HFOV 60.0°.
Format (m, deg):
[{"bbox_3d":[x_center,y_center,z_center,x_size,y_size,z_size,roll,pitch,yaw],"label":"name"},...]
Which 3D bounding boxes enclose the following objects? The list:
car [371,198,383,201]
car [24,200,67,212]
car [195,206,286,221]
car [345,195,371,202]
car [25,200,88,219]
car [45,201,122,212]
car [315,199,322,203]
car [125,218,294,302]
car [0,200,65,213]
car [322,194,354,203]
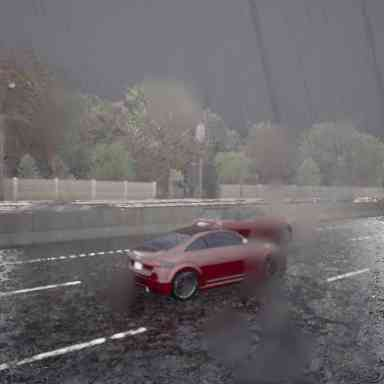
[{"bbox_3d":[26.570,1.594,44.350,5.357,1.411,2.033,0,0,-35],"label":"car"},{"bbox_3d":[-8.617,1.565,23.638,5.357,1.411,2.033,0,0,-35],"label":"car"},{"bbox_3d":[2.171,1.361,13.883,4.553,1.767,2.097,0,0,-35],"label":"car"},{"bbox_3d":[24.173,1.525,46.944,5.008,1.535,1.882,0,0,-35],"label":"car"},{"bbox_3d":[-12.081,1.527,29.760,4.892,1.490,1.837,0,0,-35],"label":"car"},{"bbox_3d":[-6.315,1.520,20.978,4.892,1.490,1.837,0,0,-35],"label":"car"},{"bbox_3d":[21.617,1.619,53.692,4.181,1.385,1.994,0,0,-35],"label":"car"},{"bbox_3d":[0.471,1.569,8.373,4.181,1.385,1.994,0,0,-35],"label":"car"},{"bbox_3d":[-11.965,1.567,25.547,5.357,1.411,2.033,0,0,-35],"label":"car"},{"bbox_3d":[22.553,1.271,50.069,5.566,2.045,2.150,0,0,-35],"label":"car"}]
